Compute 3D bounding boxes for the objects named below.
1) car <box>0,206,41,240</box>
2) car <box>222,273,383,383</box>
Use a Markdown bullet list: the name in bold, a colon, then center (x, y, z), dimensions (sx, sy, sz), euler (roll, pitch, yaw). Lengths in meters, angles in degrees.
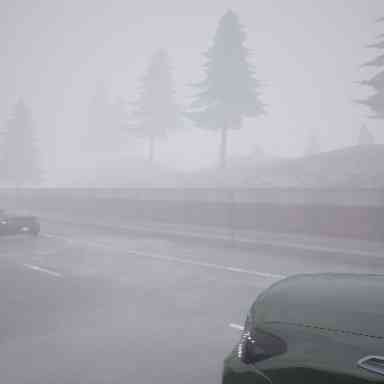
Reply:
- **car**: center (-8.919, 1.407, 15.953), dimensions (4.674, 1.442, 1.812), euler (1, 0, 42)
- **car**: center (2.929, 1.232, 1.975), dimensions (5.566, 2.045, 2.150), euler (1, 1, 35)
